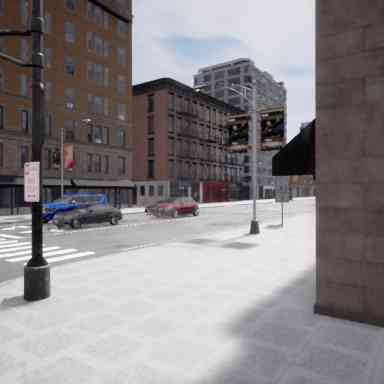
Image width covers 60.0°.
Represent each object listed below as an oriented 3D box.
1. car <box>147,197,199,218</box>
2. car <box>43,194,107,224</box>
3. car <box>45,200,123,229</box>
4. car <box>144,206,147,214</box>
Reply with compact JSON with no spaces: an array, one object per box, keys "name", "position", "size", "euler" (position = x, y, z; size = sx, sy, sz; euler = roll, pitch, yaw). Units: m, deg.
[{"name":"car","position":[-1.328,1.256,28.697],"size":[2.097,1.767,4.553],"euler":[0,0,35]},{"name":"car","position":[-8.543,1.166,24.106],"size":[2.150,2.045,5.566],"euler":[0,0,35]},{"name":"car","position":[-6.542,1.468,21.301],"size":[1.812,1.442,4.674],"euler":[0,0,37]},{"name":"car","position":[-2.614,1.426,32.519],"size":[1.812,1.442,4.674],"euler":[0,0,35]}]
